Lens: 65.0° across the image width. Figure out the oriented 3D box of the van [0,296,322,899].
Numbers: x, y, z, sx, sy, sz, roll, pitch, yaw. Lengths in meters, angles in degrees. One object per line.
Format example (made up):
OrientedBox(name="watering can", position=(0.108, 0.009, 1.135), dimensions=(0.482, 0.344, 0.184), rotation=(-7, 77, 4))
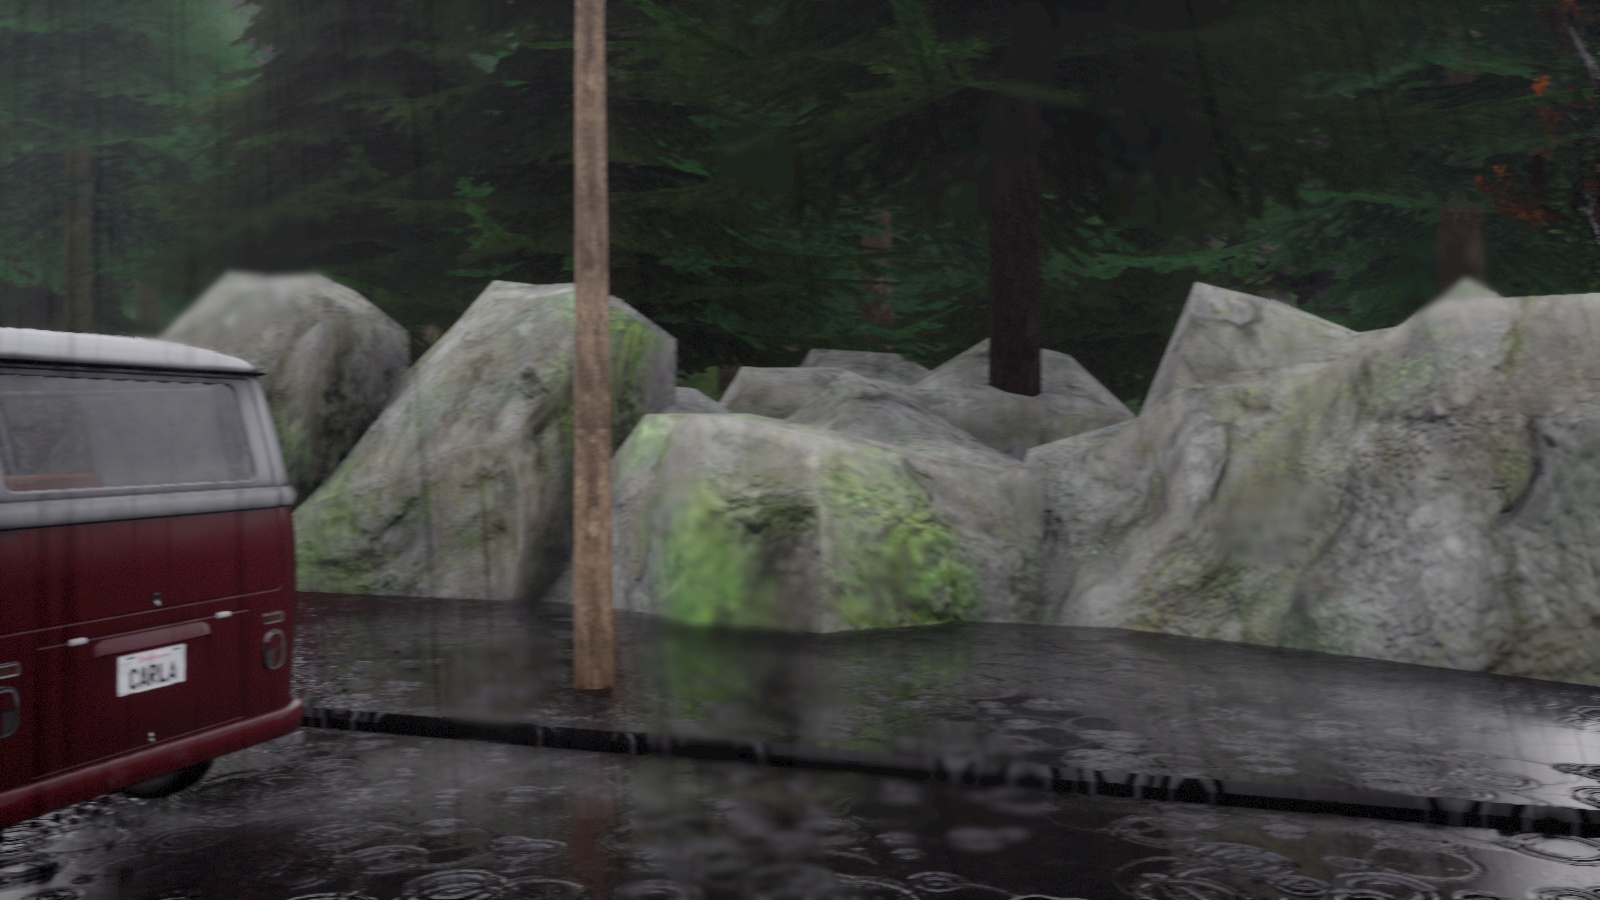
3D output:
OrientedBox(name="van", position=(-4.422, 0.484, 5.205), dimensions=(4.442, 1.987, 1.775), rotation=(1, 1, 19))
